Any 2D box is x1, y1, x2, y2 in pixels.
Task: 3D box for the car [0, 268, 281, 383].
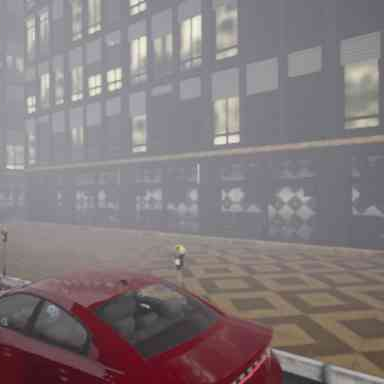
[{"bbox_3d":[-1.294,1.579,3.795,4.507,1.381,1.887,-1,0,36],"label":"car"}]
